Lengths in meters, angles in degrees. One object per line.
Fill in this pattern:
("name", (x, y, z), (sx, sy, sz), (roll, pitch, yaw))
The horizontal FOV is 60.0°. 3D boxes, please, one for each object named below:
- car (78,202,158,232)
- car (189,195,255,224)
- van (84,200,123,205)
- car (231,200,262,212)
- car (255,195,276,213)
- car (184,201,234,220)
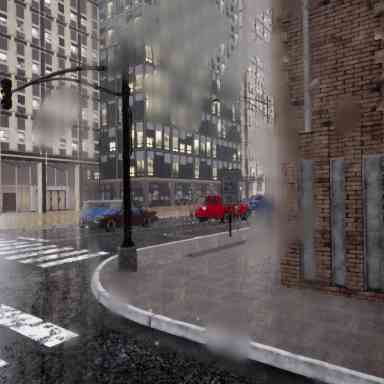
("car", (-4.446, 1.614, 21.115), (2.033, 1.411, 5.357), (-1, -1, 36))
("car", (2.409, 1.238, 25.200), (2.150, 2.045, 5.566), (-1, -1, 36))
("van", (-5.964, 1.460, 23.450), (1.690, 1.788, 3.998), (-2, -1, 36))
("car", (6.870, 1.689, 41.360), (1.752, 1.417, 4.829), (-2, -1, 36))
("car", (7.727, 1.329, 38.097), (2.150, 2.045, 5.566), (-1, -1, 36))
("car", (1.636, 1.578, 29.603), (2.128, 1.511, 4.902), (-1, -1, 36))
